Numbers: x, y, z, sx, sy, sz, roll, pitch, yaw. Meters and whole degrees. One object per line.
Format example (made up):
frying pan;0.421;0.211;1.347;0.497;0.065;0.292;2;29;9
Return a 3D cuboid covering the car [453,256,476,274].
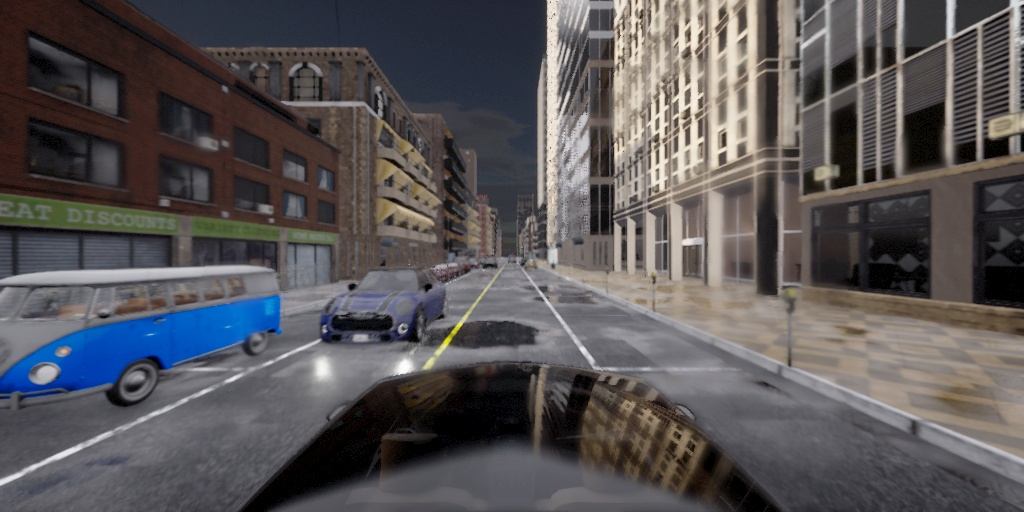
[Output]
car;-5.683;0.956;39.793;2.192;1.841;5.009;0;0;0

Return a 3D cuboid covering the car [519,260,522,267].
car;2.367;1.090;61.894;1.837;1.490;4.892;0;0;0

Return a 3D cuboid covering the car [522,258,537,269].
car;2.700;1.138;51.259;1.751;1.417;4.829;0;0;0

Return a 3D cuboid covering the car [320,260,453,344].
car;-3.098;1.077;9.574;2.097;1.767;4.553;0;0;0

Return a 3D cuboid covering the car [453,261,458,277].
car;-5.685;1.252;28.496;1.802;1.307;4.207;0;0;0

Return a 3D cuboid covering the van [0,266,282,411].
van;-5.689;1.078;5.903;1.690;1.789;3.998;0;0;0

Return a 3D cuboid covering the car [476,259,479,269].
car;-5.680;1.053;51.091;1.967;1.591;4.097;0;0;0

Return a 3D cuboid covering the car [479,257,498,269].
car;-3.064;0.966;51.151;2.097;1.767;4.553;0;0;0

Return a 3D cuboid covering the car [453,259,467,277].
car;-5.684;1.238;34.145;1.802;1.307;4.207;0;0;0
